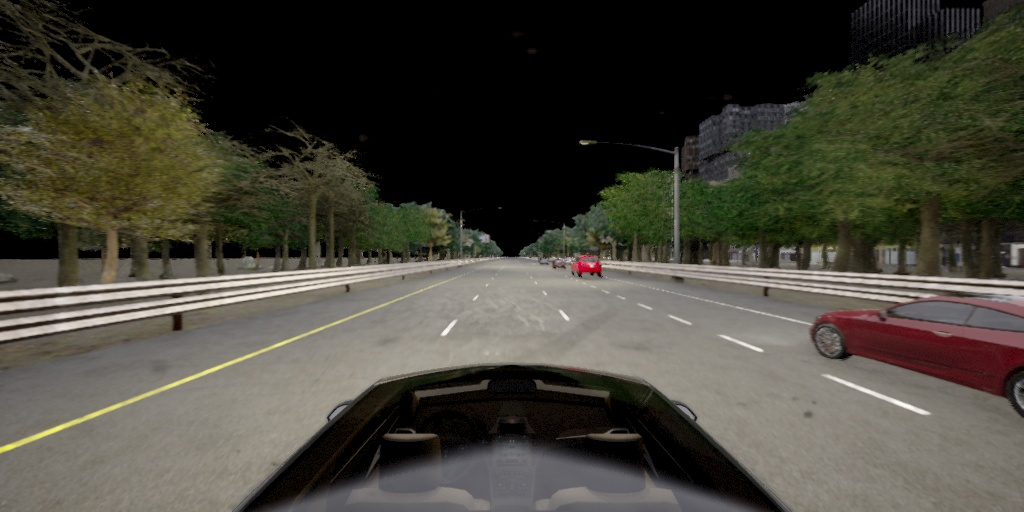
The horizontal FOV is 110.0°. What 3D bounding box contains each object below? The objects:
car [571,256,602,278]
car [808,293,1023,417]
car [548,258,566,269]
[{"bbox_3d":[7.049,0.984,34.340,2.150,2.045,5.566,0,0,0],"label":"car"},{"bbox_3d":[7.000,1.279,5.382,1.812,1.442,4.674,0,0,0],"label":"car"},{"bbox_3d":[7.093,1.288,55.377,1.812,1.442,4.674,0,0,0],"label":"car"}]
